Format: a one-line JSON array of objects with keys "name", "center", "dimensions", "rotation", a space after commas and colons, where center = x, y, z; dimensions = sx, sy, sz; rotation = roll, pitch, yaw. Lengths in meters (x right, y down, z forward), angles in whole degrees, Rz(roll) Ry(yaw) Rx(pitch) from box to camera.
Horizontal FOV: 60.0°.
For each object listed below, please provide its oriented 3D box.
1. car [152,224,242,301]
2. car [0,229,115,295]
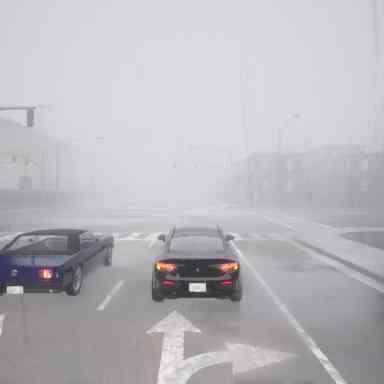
[{"name": "car", "center": [0.101, 1.526, 8.200], "dimensions": [1.812, 1.442, 4.674], "rotation": [0, 0, 0]}, {"name": "car", "center": [-3.397, 1.601, 8.633], "dimensions": [1.895, 1.301, 4.718], "rotation": [0, 0, 0]}]
